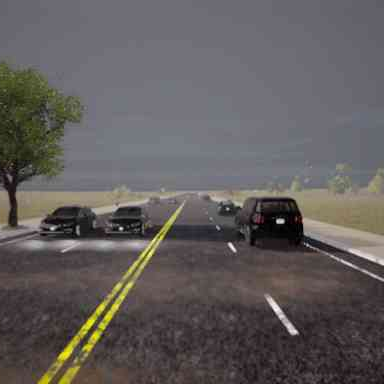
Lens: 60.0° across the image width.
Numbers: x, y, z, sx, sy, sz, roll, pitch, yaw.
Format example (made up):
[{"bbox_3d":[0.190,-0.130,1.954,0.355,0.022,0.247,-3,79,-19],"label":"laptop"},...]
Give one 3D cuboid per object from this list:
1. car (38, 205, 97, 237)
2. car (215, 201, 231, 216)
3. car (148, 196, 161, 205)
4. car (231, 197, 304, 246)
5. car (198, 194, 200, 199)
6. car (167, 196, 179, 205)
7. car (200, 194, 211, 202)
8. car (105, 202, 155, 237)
[{"bbox_3d":[-6.599,1.499,18.155,1.837,1.490,4.892,0,0,0],"label":"car"},{"bbox_3d":[3.350,1.548,33.043,1.994,1.385,4.181,0,0,0],"label":"car"},{"bbox_3d":[-6.545,1.459,58.750,2.128,1.511,4.902,0,0,1],"label":"car"},{"bbox_3d":[3.351,1.216,15.296,2.150,2.045,5.566,0,0,0],"label":"car"},{"bbox_3d":[3.254,1.448,84.991,2.163,1.488,4.792,0,0,0],"label":"car"},{"bbox_3d":[-3.295,1.459,58.752,2.128,1.511,4.902,0,0,1],"label":"car"},{"bbox_3d":[3.254,1.458,73.961,1.837,1.490,4.892,0,0,0],"label":"car"},{"bbox_3d":[-3.349,1.498,18.154,1.837,1.490,4.892,0,0,0],"label":"car"}]
